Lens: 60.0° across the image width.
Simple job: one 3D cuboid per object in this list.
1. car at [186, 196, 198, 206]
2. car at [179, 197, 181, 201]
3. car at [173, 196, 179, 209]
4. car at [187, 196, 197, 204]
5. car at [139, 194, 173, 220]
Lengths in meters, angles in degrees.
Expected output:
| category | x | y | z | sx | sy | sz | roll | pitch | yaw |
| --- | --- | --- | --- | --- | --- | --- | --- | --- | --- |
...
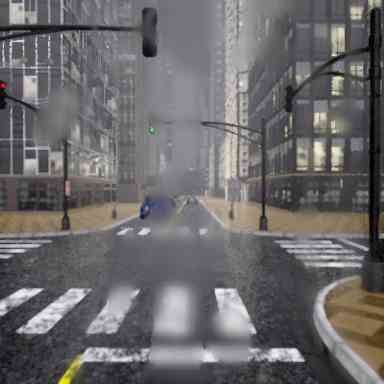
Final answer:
| category | x | y | z | sx | sy | sz | roll | pitch | yaw |
| --- | --- | --- | --- | --- | --- | --- | --- | --- | --- |
| car | -0.016 | 1.523 | 56.411 | 2.128 | 1.511 | 4.902 | 0 | 0 | 0 |
| car | -3.017 | 1.279 | 61.010 | 1.812 | 1.442 | 4.674 | 0 | 0 | 0 |
| car | -3.095 | 1.497 | 44.810 | 1.882 | 1.535 | 5.008 | 0 | 0 | 0 |
| car | -0.018 | 1.592 | 66.828 | 2.033 | 1.411 | 5.357 | 0 | 0 | 0 |
| car | -3.100 | 1.227 | 28.567 | 2.150 | 2.045 | 5.566 | 0 | 0 | 0 |
